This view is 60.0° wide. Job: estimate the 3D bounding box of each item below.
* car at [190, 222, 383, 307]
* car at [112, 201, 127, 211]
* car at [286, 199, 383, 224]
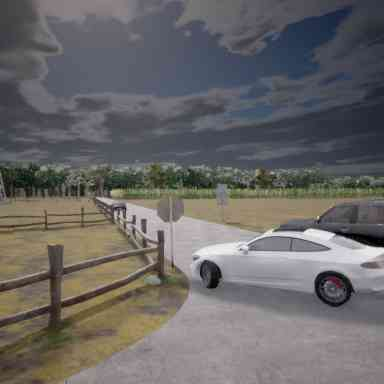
[{"bbox_3d":[2.177,1.615,8.112,4.674,1.442,1.812,-2,0,31],"label":"car"},{"bbox_3d":[-10.884,1.988,49.471,2.033,1.411,5.357,-2,0,-18],"label":"car"},{"bbox_3d":[5.110,1.231,9.836,2.150,2.045,5.566,-2,0,-40],"label":"car"}]
